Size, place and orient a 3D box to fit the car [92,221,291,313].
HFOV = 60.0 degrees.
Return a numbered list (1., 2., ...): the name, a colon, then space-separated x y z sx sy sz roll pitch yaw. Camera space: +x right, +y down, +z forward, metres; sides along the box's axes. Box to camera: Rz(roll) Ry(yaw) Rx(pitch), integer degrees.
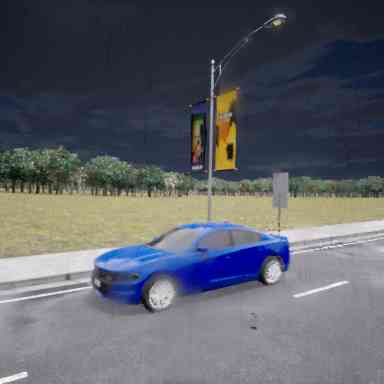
1. car: 0.218 1.479 7.841 5.008 1.535 1.882 0 0 -36
